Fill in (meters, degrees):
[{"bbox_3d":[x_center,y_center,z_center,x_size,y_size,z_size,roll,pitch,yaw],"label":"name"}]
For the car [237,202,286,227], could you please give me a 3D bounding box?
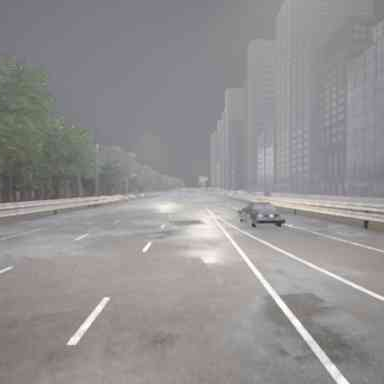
[{"bbox_3d":[4.213,1.357,20.904,2.033,1.411,5.357,0,0,-4],"label":"car"}]
